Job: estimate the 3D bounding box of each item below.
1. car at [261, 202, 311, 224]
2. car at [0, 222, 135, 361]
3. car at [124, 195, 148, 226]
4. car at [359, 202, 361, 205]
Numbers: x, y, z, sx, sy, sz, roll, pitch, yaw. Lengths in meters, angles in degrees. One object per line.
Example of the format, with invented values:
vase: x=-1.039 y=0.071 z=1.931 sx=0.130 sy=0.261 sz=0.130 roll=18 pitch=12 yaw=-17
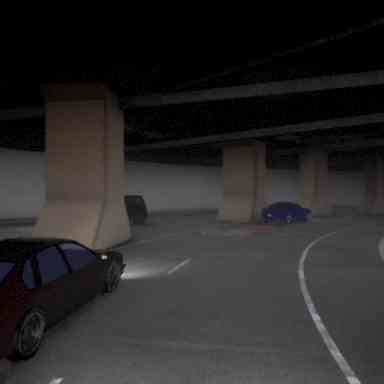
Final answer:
car: x=7.196 y=1.486 z=25.067 sx=5.008 sy=1.535 sz=1.882 roll=0 pitch=0 yaw=-45
car: x=-2.861 y=1.543 z=5.919 sx=2.033 sy=1.411 sz=5.357 roll=0 pitch=0 yaw=8
car: x=-5.062 y=1.213 z=20.963 sx=2.150 sy=2.045 sz=5.566 roll=0 pitch=0 yaw=30
car: x=25.766 y=1.510 z=46.602 sx=5.008 sy=1.535 sz=1.882 roll=0 pitch=0 yaw=-17
